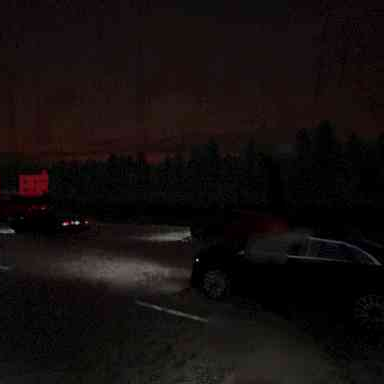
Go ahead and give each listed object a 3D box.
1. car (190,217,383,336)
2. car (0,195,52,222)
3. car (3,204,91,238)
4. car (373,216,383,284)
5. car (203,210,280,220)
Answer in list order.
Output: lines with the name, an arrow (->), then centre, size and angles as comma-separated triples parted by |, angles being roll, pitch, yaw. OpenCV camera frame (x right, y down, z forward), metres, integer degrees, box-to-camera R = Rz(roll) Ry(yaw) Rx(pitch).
car -> 2.225, 1.500, 6.704 | 4.902, 1.511, 2.128 | 0, 0, 36
car -> -13.149, 1.334, 26.281 | 5.566, 2.045, 2.150 | 0, 0, 36
car -> -7.820, 1.621, 18.176 | 5.357, 1.411, 2.033 | 0, 0, 36
car -> 7.074, 1.471, 7.544 | 5.008, 1.535, 1.882 | 0, 0, 36
car -> 2.094, 1.557, 15.382 | 4.674, 1.442, 1.812 | 0, 0, 35
